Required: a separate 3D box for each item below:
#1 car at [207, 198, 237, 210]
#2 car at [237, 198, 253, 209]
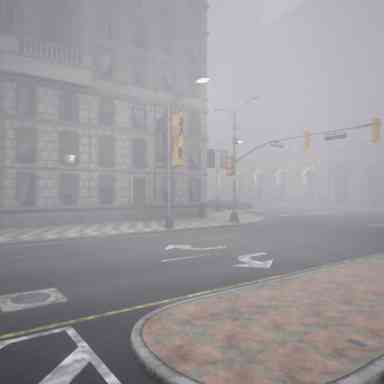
[{"bbox_3d":[3.282,1.564,42.907,1.994,1.385,4.181,0,0,-36],"label":"car"},{"bbox_3d":[6.224,1.564,44.813,1.994,1.385,4.181,0,0,-36],"label":"car"}]
